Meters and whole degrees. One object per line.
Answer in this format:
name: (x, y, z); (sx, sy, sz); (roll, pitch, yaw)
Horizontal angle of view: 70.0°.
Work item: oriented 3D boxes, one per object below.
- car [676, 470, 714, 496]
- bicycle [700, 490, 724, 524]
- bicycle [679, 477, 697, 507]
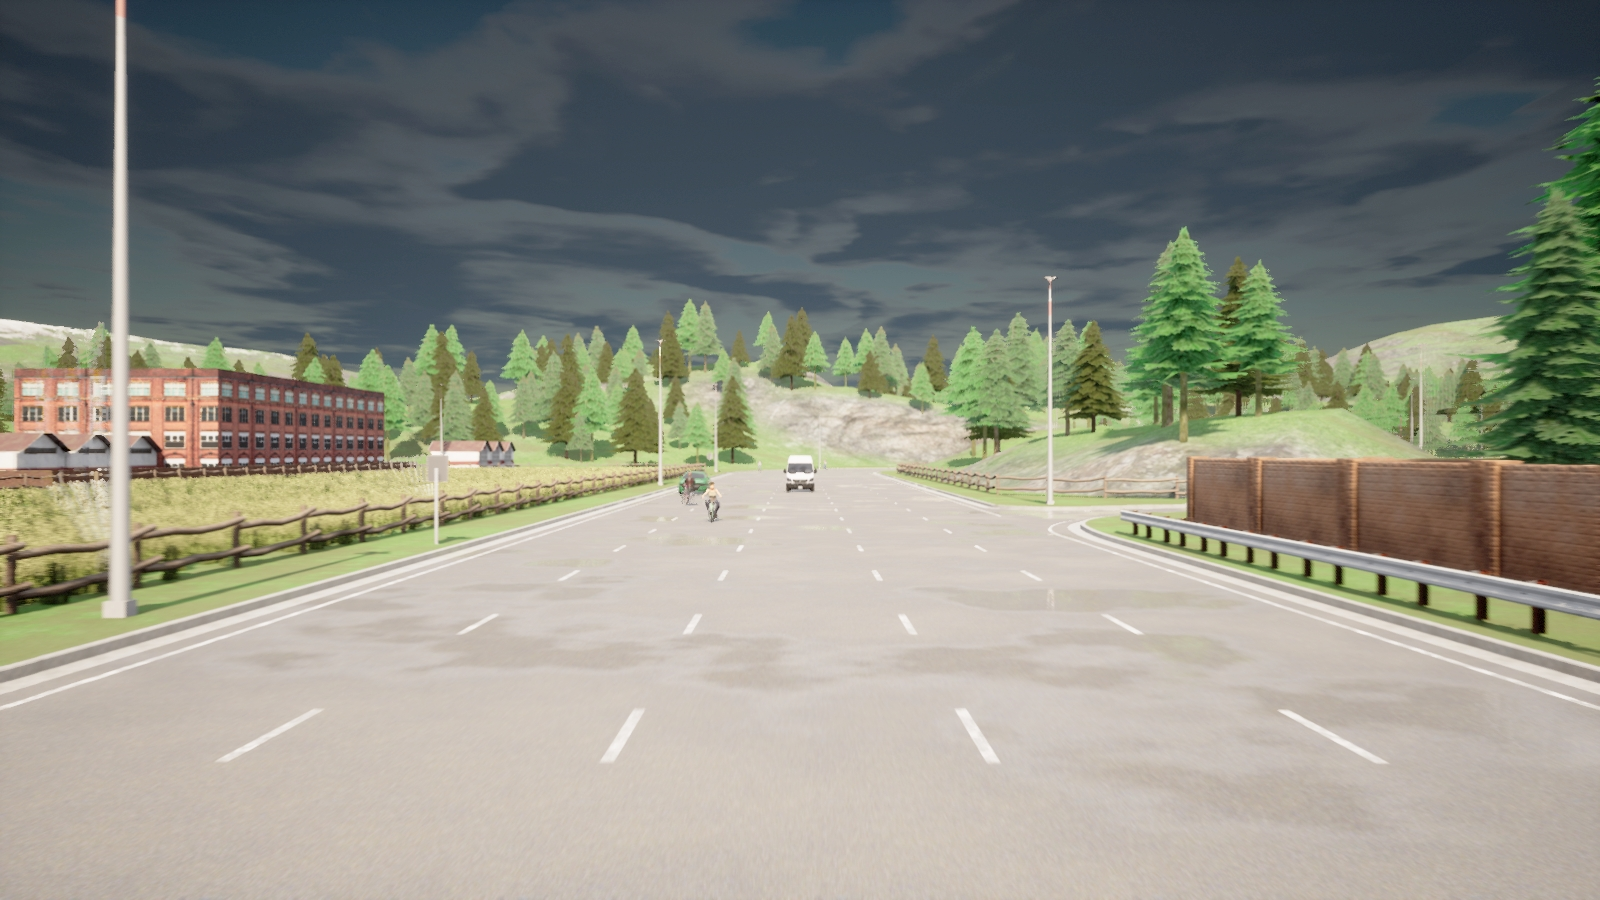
car: (-6.994, 2.177, 76.285); (2.097, 1.535, 5.006); (0, 0, 0)
bicycle: (-3.487, 2.244, 45.344); (0.859, 1.276, 1.487); (0, 0, 0)
bicycle: (-5.799, 2.172, 59.048); (0.329, 1.471, 1.835); (1, 0, 13)
